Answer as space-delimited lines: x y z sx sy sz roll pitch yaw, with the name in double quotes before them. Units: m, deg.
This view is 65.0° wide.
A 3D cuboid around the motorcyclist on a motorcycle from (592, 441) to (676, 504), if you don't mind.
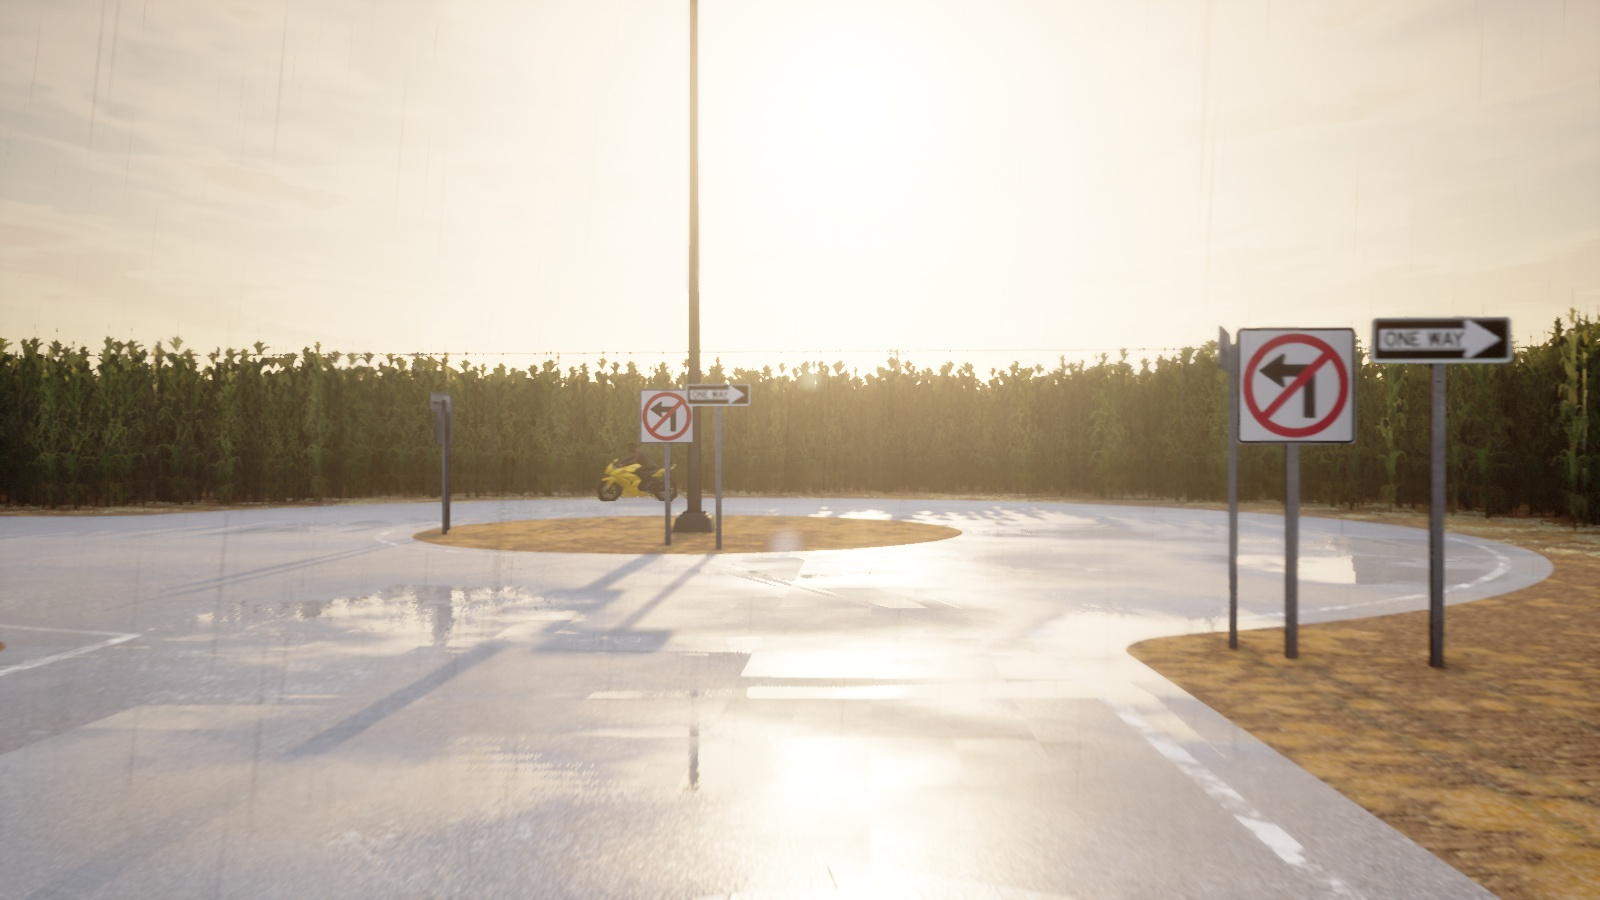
"motorcyclist on a motorcycle" -4.129 0.549 31.201 2.044 1.523 0.797 0 2 -10
